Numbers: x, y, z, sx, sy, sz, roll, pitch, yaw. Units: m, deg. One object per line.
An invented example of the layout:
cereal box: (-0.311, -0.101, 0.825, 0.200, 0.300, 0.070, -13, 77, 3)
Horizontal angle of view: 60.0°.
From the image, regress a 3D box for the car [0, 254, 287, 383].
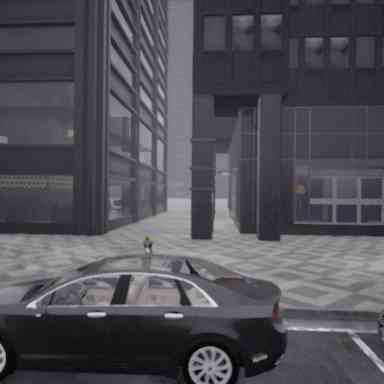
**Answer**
car: (-0.986, 1.568, 4.552, 4.403, 1.369, 2.008, 0, 0, 4)

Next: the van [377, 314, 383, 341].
van: (4.637, 1.408, 4.138, 3.998, 1.788, 1.690, 1, 0, 4)
